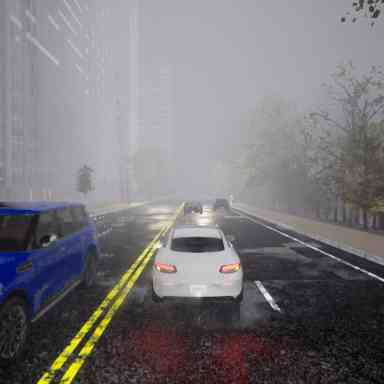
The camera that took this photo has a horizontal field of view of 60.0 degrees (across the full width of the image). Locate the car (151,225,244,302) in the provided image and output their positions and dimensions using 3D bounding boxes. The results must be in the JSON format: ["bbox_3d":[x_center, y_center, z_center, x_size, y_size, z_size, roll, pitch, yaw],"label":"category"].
[{"bbox_3d":[0.103,1.525,8.112,1.812,1.442,4.674,0,0,0],"label":"car"}]

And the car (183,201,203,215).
[{"bbox_3d":[0.116,1.598,33.837,1.895,1.301,4.718,0,0,0],"label":"car"}]

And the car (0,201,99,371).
[{"bbox_3d":[-3.349,1.221,6.030,2.150,2.045,5.566,0,0,0],"label":"car"}]

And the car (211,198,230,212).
[{"bbox_3d":[3.368,1.502,39.413,1.837,1.490,4.892,0,0,0],"label":"car"}]
